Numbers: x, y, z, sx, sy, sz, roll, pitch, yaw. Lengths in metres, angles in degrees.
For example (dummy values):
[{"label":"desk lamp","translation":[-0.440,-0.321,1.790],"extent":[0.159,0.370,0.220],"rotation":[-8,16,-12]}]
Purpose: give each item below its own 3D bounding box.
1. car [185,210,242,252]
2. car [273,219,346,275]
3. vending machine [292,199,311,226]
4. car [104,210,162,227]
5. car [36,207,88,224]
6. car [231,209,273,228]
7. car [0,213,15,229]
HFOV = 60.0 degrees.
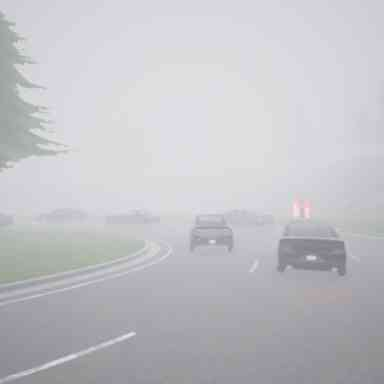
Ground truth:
[{"label":"car","translation":[0.755,1.781,15.491],"extent":[2.128,1.511,4.902],"rotation":[0,-1,-1]},{"label":"car","translation":[3.923,1.644,11.244],"extent":[1.882,1.535,5.008],"rotation":[0,-1,17]},{"label":"vending machine","translation":[8.561,1.577,25.993],"extent":[1.100,2.100,0.880],"rotation":[0,-1,-32]},{"label":"car","translation":[-5.053,2.207,28.092],"extent":[4.718,1.301,1.895],"rotation":[-1,-1,24]},{"label":"car","translation":[-12.762,2.304,32.724],"extent":[4.892,1.490,1.837],"rotation":[-1,-2,0]},{"label":"car","translation":[3.762,1.991,25.834],"extent":[2.033,1.411,5.357],"rotation":[0,-2,-40]},{"label":"car","translation":[-16.109,2.192,25.066],"extent":[4.902,1.511,2.128],"rotation":[-1,-1,-14]}]
